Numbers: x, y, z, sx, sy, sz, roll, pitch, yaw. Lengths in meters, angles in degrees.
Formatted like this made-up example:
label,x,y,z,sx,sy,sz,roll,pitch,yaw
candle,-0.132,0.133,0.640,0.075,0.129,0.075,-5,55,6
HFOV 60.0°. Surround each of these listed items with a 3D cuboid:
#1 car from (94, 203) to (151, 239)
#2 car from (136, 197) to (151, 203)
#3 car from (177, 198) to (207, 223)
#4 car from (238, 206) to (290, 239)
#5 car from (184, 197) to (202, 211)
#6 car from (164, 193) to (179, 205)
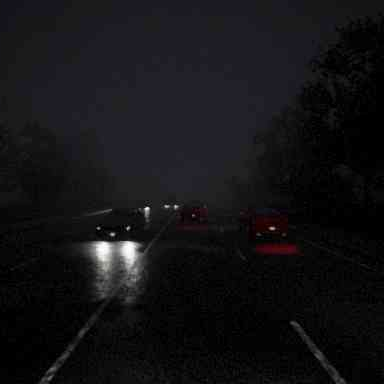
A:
label,x,y,z,sx,sy,sz,roll,pitch,yaw
car,-3.601,1.551,17.761,2.033,1.411,5.357,0,0,0
car,-7.069,1.534,48.877,1.812,1.442,4.674,0,0,0
car,0.102,1.482,25.474,1.882,1.535,5.008,0,0,0
car,3.599,1.481,17.401,1.882,1.535,5.008,0,0,0
car,0.100,1.499,42.983,2.128,1.511,4.902,0,0,0
car,-3.516,1.232,57.669,2.150,2.045,5.566,0,0,1
